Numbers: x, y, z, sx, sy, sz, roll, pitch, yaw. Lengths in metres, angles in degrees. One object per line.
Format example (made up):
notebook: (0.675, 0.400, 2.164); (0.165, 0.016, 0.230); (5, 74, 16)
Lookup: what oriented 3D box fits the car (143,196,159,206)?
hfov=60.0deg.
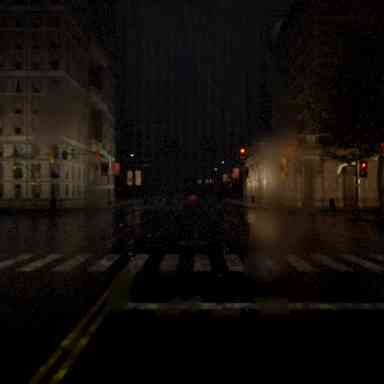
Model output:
car: (-7.052, 1.481, 55.596); (1.837, 1.490, 4.892); (0, 1, 0)

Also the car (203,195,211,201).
car: (3.680, 1.434, 79.921); (2.033, 1.411, 5.357); (0, 0, 1)

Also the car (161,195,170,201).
car: (-6.768, 1.466, 84.953); (1.837, 1.490, 4.892); (0, 0, 1)

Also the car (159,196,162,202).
car: (-6.928, 1.526, 69.570); (1.994, 1.385, 4.181); (0, 0, 1)

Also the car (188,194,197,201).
car: (0.180, 1.249, 79.926); (2.097, 1.767, 4.553); (0, 0, 1)

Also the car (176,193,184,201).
car: (-3.427, 1.513, 69.640); (2.033, 1.411, 5.357); (0, 0, 1)

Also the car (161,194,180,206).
car: (-3.551, 1.481, 55.574); (1.837, 1.490, 4.892); (0, 1, 1)
